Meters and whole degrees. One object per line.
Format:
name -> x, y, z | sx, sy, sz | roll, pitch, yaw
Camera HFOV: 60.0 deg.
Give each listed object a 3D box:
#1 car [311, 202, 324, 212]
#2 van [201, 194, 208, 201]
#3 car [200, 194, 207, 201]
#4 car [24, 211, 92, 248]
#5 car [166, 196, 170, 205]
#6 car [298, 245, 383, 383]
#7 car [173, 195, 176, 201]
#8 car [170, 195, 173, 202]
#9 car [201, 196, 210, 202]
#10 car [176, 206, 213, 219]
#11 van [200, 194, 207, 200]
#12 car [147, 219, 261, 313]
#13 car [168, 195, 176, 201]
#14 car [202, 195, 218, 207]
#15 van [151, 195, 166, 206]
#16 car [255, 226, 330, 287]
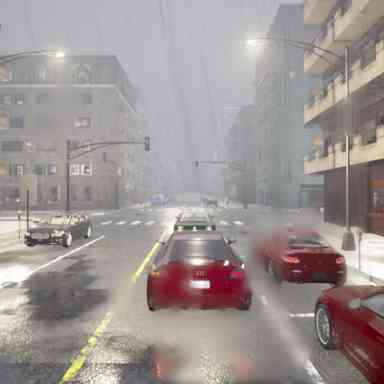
car -> 15.584, 1.515, 36.901 | 4.507, 1.381, 1.887 | 0, -1, 1
van -> 3.173, 1.342, 86.739 | 1.690, 1.788, 3.998 | 1, 0, 0
car -> 3.044, 1.553, 69.729 | 2.008, 1.369, 4.403 | 1, 0, 0
car -> -5.755, 1.553, 14.766 | 2.008, 1.369, 4.403 | 1, 0, 0
car -> -5.419, 1.569, 58.473 | 1.947, 1.339, 4.313 | 1, 0, 0
car -> 2.671, 1.583, 3.348 | 1.802, 1.307, 4.206 | 1, 0, 0
car -> -5.294, 1.569, 75.485 | 1.947, 1.339, 4.313 | 1, 0, 0
car -> -5.375, 1.443, 64.144 | 1.967, 1.590, 4.097 | 1, 0, 0
car -> 3.086, 1.584, 75.399 | 1.802, 1.307, 4.206 | 1, 0, 0
car -> 0.119, 1.603, 16.560 | 1.895, 1.301, 4.718 | 0, 0, 0
van -> 3.215, 1.342, 92.409 | 1.690, 1.788, 3.998 | 1, 0, 0
car -> 0.114, 1.565, 7.743 | 1.994, 1.385, 4.181 | 0, 0, -1
car -> -5.210, 1.547, 86.826 | 1.887, 1.381, 4.507 | 1, 0, 0
car -> 3.014, 1.553, 51.141 | 2.008, 1.369, 4.403 | 1, 0, 0
van -> -5.533, 1.345, 52.811 | 1.690, 1.788, 3.998 | 1, 0, 0
car -> 2.676, 1.584, 9.019 | 1.802, 1.307, 4.206 | 1, 0, 0
